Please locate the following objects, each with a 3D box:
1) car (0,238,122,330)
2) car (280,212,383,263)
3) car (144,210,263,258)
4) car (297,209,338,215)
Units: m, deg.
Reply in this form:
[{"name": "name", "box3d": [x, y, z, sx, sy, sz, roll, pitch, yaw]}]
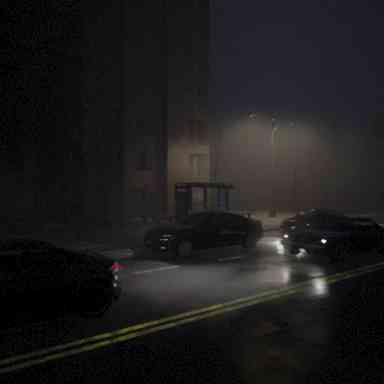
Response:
[{"name": "car", "box3d": [-3.391, 1.562, 5.834, 4.181, 1.385, 1.994, 0, 0, -35]}, {"name": "car", "box3d": [5.402, 1.596, 12.063, 4.718, 1.301, 1.895, 0, 0, -35]}, {"name": "car", "box3d": [0.561, 1.474, 12.893, 5.008, 1.535, 1.882, 0, 0, -35]}, {"name": "car", "box3d": [6.469, 1.558, 17.076, 4.181, 1.385, 1.994, 0, 0, -35]}]
